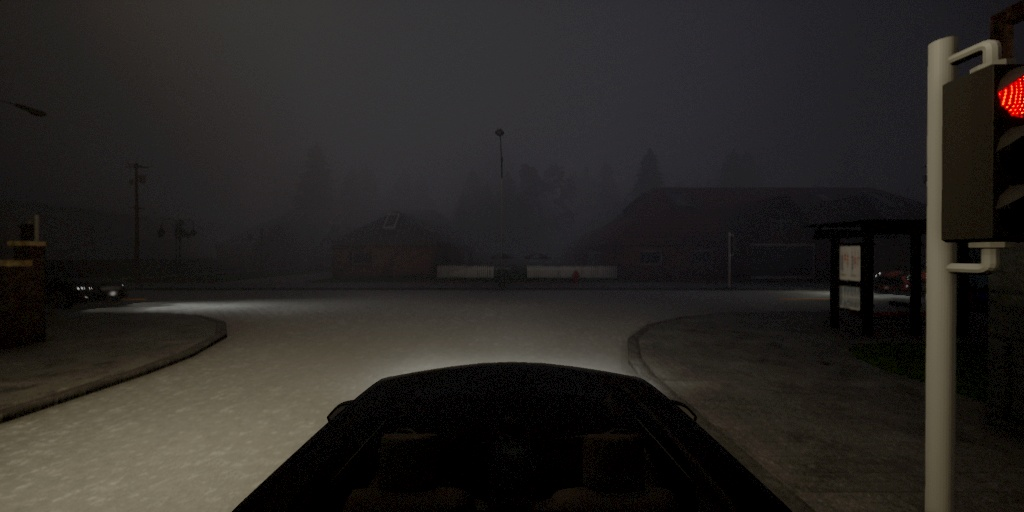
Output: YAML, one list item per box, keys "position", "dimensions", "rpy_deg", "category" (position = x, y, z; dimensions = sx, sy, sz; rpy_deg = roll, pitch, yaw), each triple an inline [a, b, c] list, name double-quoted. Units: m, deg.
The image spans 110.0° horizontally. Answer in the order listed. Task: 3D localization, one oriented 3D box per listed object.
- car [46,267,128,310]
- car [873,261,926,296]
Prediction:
- position: [-17.678, 1.166, 13.674]
  dimensions: [4.902, 1.511, 2.128]
  rpy_deg: [0, 0, 0]
  category: "car"
- position: [20.923, 1.001, 17.876]
  dimensions: [4.553, 1.767, 2.097]
  rpy_deg: [0, 0, 0]
  category: "car"
